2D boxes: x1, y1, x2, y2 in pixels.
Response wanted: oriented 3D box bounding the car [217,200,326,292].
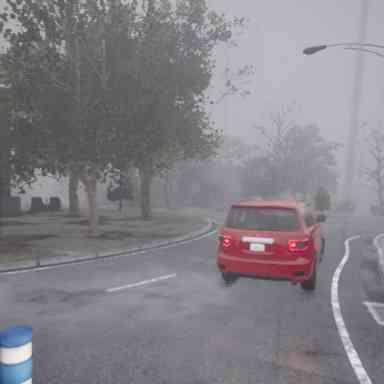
[{"bbox_3d":[2.439,1.225,9.364,2.150,2.045,5.566,0,0,24],"label":"car"}]
